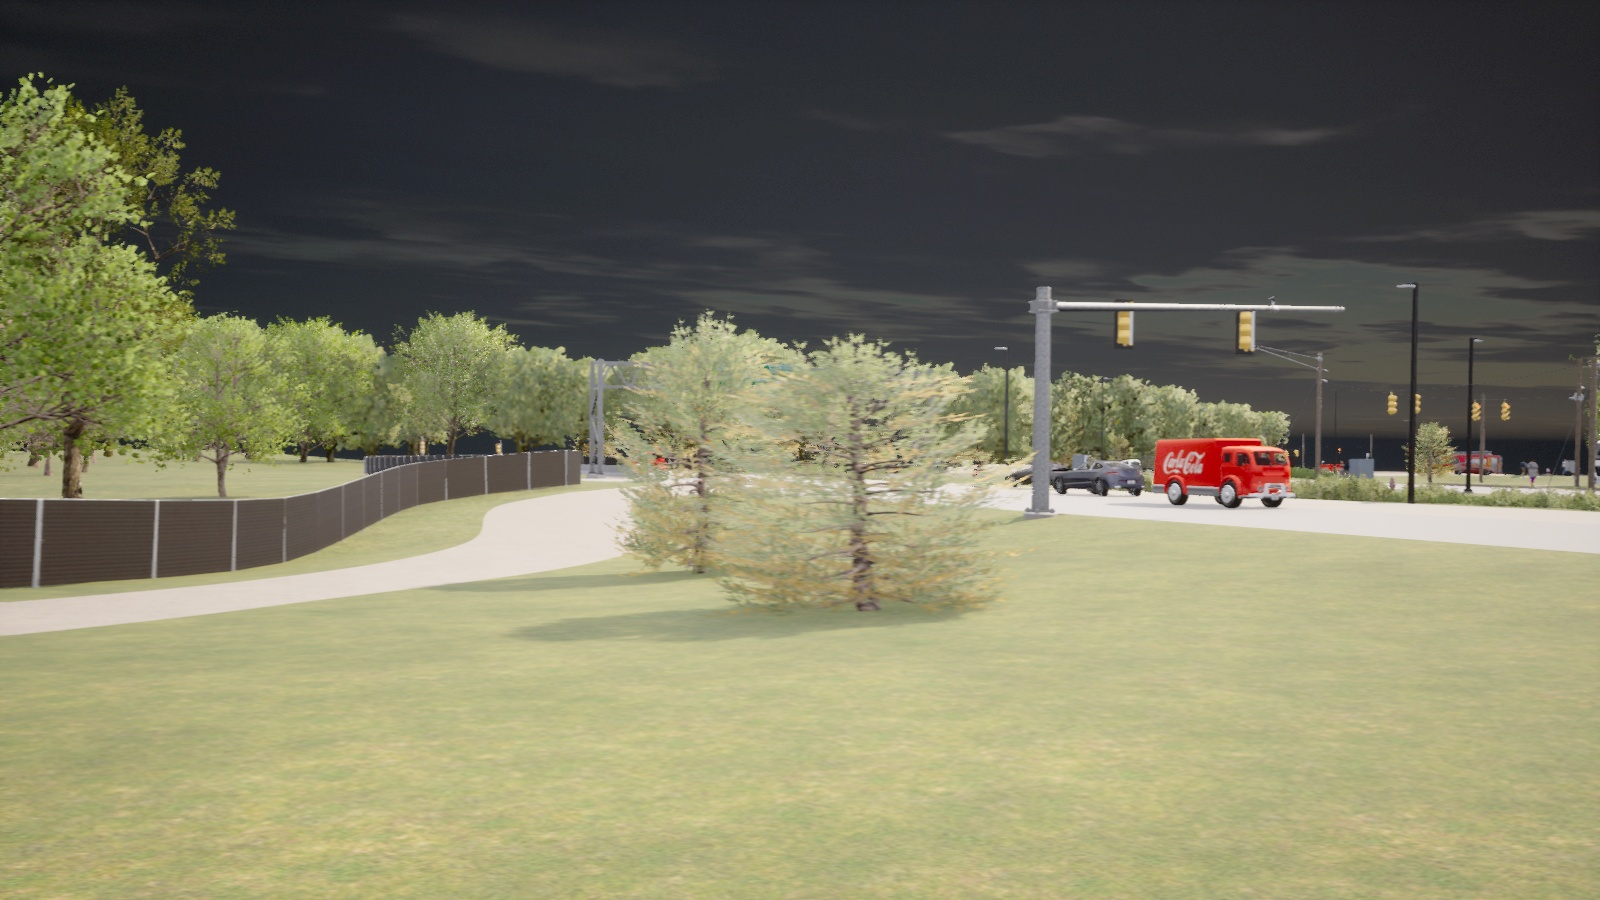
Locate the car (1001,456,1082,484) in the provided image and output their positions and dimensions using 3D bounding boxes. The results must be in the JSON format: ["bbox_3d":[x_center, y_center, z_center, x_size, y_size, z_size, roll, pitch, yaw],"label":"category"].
[{"bbox_3d":[13.396,1.105,69.940,2.128,1.511,4.902,-1,0,-22],"label":"car"}]

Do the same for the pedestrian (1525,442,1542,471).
[{"bbox_3d":[49.404,0.433,84.603,0.659,1.952,0.873,0,1,0],"label":"pedestrian"}]

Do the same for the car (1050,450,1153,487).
[{"bbox_3d":[14.029,0.852,58.787,2.152,1.651,5.027,-1,0,-22],"label":"car"}]

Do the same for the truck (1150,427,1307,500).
[{"bbox_3d":[15.449,0.486,45.634,2.627,2.467,5.204,-1,0,-22],"label":"truck"}]
